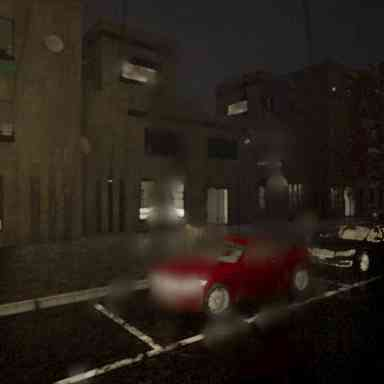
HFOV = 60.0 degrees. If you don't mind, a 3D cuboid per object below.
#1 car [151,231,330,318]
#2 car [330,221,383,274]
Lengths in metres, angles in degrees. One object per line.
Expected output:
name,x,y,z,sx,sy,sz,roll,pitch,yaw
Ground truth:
car,1.095,1.661,7.538,4.206,1.307,1.802,1,-1,-38
car,5.480,1.671,10.938,4.403,1.369,2.008,1,-1,-38
